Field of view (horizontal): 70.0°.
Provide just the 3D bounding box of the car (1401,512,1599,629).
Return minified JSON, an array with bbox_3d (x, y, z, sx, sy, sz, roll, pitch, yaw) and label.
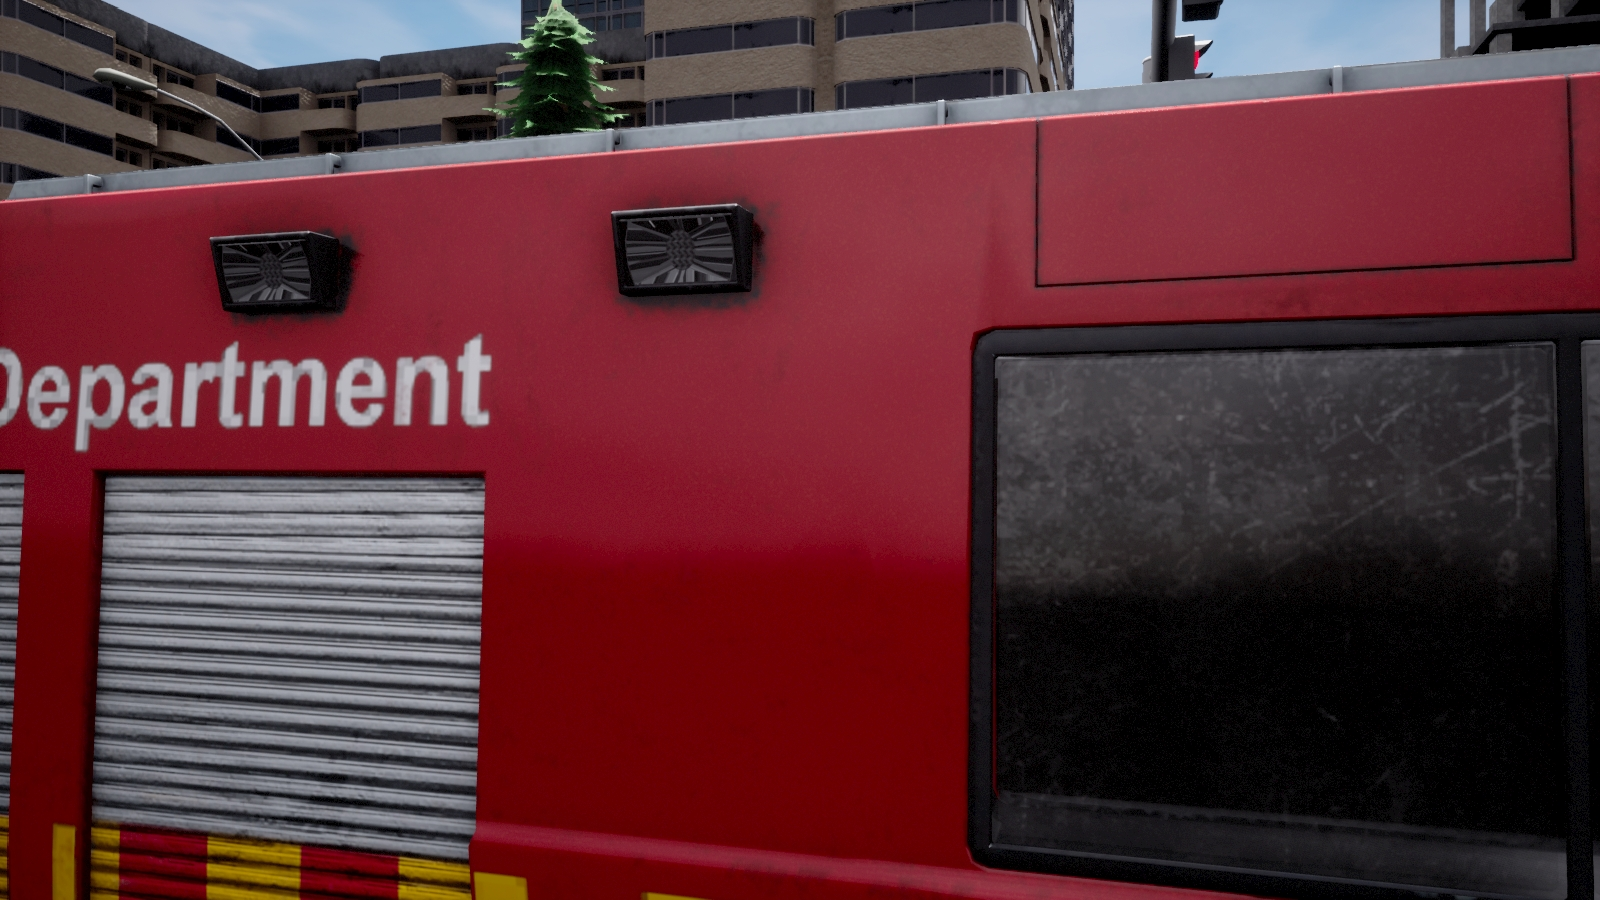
[{"bbox_3d":[12.484,2.037,20.491,2.038,1.542,4.974,0,0,16],"label":"car"}]
